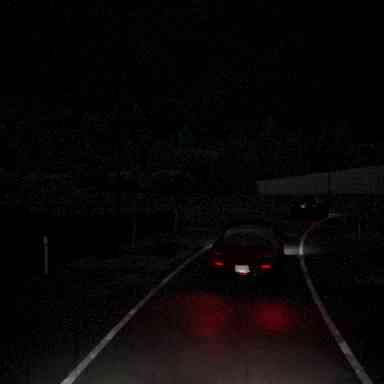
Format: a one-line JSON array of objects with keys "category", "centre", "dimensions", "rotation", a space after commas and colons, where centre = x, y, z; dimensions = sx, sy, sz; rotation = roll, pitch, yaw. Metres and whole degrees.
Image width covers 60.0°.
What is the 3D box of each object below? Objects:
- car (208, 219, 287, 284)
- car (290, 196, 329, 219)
[{"category": "car", "centre": [1.695, 1.498, 9.554], "dimensions": [1.812, 1.442, 4.674], "rotation": [0, 1, 15]}, {"category": "car", "centre": [9.444, 1.114, 26.516], "dimensions": [2.097, 1.767, 4.553], "rotation": [1, 1, 34]}]
